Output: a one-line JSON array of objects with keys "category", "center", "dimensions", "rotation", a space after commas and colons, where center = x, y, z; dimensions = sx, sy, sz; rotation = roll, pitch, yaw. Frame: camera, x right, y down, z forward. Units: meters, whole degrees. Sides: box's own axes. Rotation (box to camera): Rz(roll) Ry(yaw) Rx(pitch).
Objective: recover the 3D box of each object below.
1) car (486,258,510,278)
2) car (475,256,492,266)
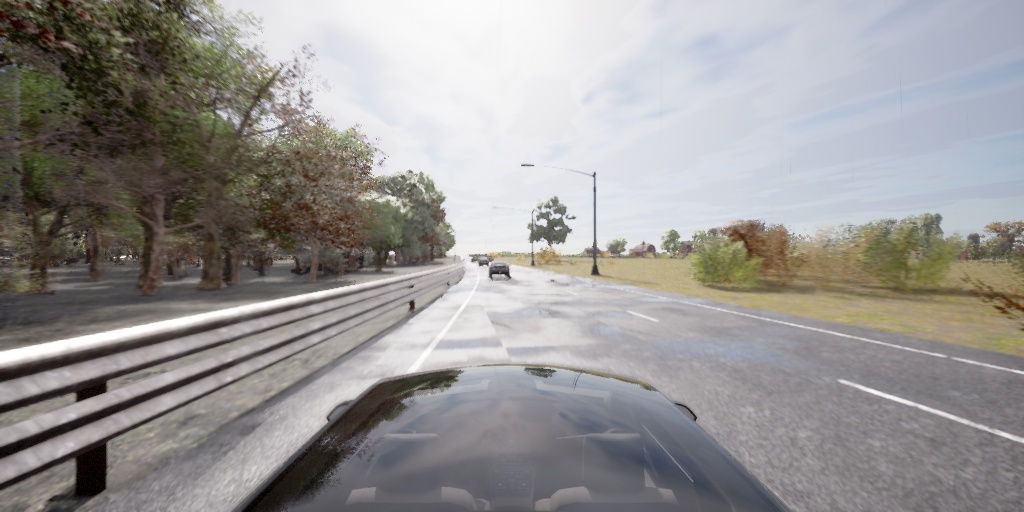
[{"category": "car", "center": [-1.224, 1.199, 33.260], "dimensions": [1.837, 1.490, 4.892], "rotation": [0, 0, -5]}, {"category": "car", "center": [-5.195, 1.104, 65.080], "dimensions": [1.837, 1.490, 4.892], "rotation": [0, 0, -8]}]
